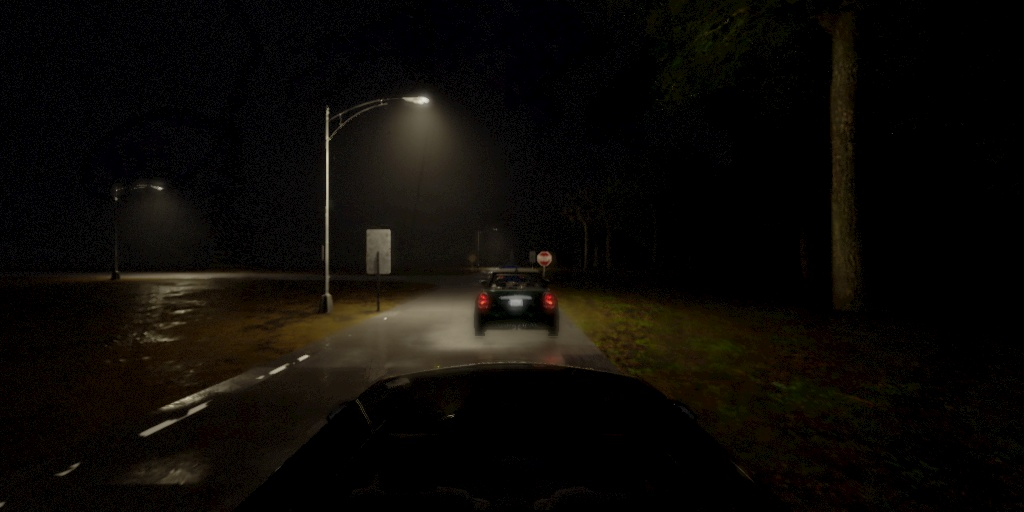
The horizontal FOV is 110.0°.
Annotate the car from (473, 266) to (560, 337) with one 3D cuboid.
[{"bbox_3d":[0.109,1.128,10.533,2.097,1.767,4.553,0,0,0],"label":"car"}]

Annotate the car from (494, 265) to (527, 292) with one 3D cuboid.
[{"bbox_3d":[-0.195,1.354,22.838,1.812,1.442,4.674,0,0,-4],"label":"car"}]
